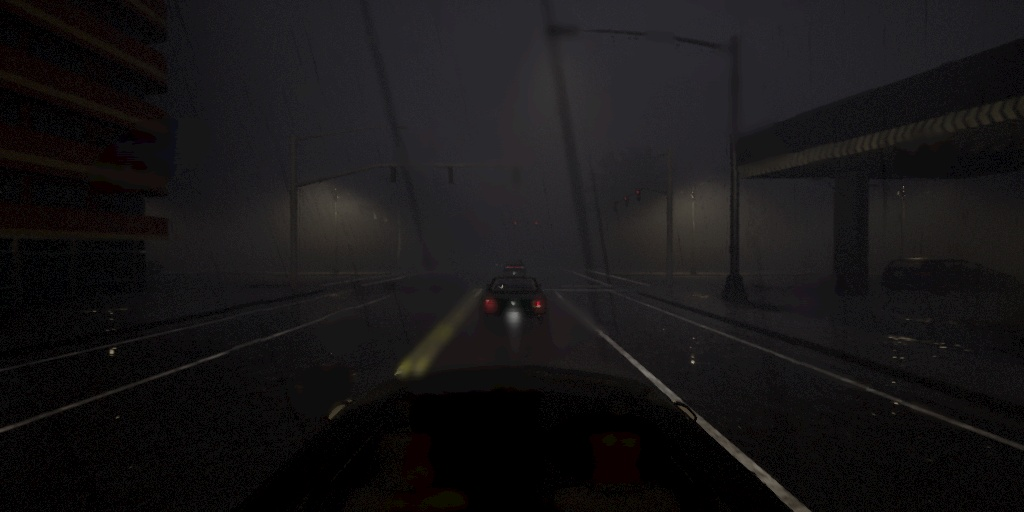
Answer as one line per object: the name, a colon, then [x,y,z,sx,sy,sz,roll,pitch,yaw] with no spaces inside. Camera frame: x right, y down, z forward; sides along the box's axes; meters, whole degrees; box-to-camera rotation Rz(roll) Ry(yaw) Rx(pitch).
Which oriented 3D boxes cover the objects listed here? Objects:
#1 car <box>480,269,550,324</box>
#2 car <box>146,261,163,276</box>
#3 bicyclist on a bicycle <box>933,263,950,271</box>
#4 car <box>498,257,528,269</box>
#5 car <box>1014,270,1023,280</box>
car: [0.080,1.285,11.694,1.895,1.301,4.718,0,0,0]
car: [-33.331,0.779,30.671,5.566,2.045,2.150,0,0,1]
bicyclist on a bicycle: [25.996,1.005,21.836,0.582,1.620,1.656,0,-9,18]
car: [0.255,1.058,29.496,2.128,1.511,4.902,0,0,2]
car: [45.661,1.116,29.466,5.357,1.411,2.033,0,0,1]
